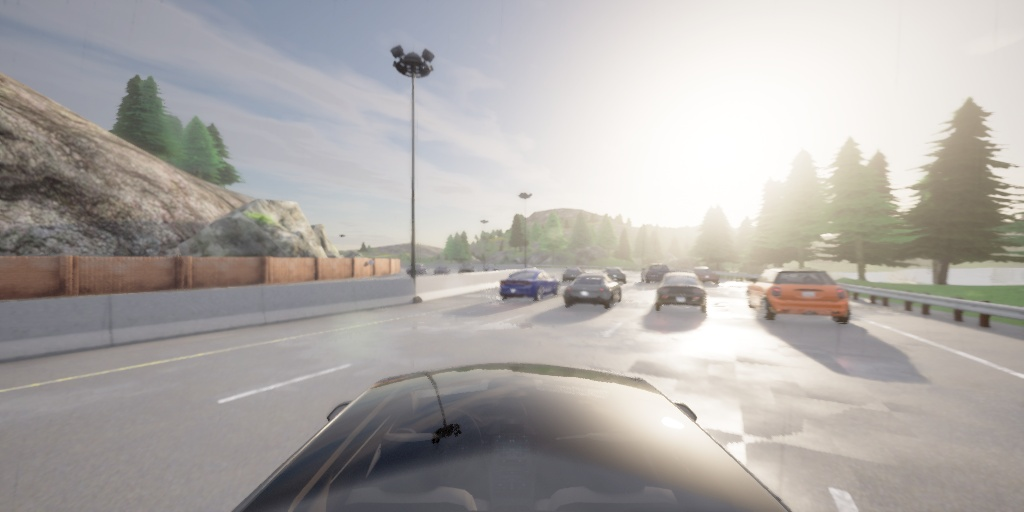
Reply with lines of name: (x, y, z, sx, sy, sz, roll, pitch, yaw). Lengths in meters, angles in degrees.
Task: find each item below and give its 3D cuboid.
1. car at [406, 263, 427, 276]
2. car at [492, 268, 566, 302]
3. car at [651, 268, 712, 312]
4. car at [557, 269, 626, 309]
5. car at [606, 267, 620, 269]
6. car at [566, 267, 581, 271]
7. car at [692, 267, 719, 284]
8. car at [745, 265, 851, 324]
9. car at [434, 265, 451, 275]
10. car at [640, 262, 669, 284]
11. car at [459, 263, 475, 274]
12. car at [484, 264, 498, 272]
car: (-13.528, 1.845, 51.096, 2.097, 1.767, 4.553, 0, -1, -1)
car: (1.060, 1.453, 18.792, 1.882, 1.535, 5.008, -1, 0, 24)
car: (7.044, 1.417, 15.057, 1.812, 1.442, 4.674, -1, -1, 24)
car: (3.744, 1.491, 16.247, 1.994, 1.385, 4.181, -1, -1, 24)
car: (9.080, 1.677, 32.145, 1.994, 1.385, 4.181, 0, -1, 13)
car: (5.728, 1.709, 33.153, 1.994, 1.385, 4.181, 0, -1, 13)
car: (15.809, 1.613, 30.222, 1.994, 1.385, 4.181, 0, -1, 13)
car: (9.827, 1.197, 12.755, 2.097, 1.767, 4.553, -1, -1, 24)
car: (-10.032, 2.051, 52.039, 1.994, 1.385, 4.181, 0, -1, -2)
car: (12.367, 1.428, 30.856, 2.097, 1.767, 4.553, 0, -1, 13)
car: (-6.569, 1.828, 52.738, 2.097, 1.767, 4.553, 0, -1, -2)
car: (-3.081, 1.959, 53.448, 2.128, 1.511, 4.902, 0, -1, -3)
